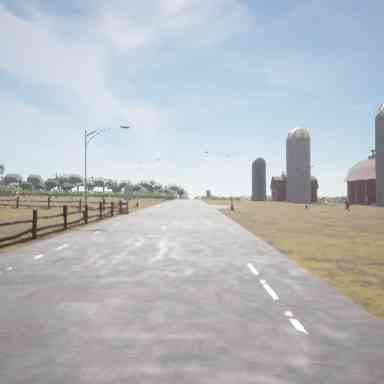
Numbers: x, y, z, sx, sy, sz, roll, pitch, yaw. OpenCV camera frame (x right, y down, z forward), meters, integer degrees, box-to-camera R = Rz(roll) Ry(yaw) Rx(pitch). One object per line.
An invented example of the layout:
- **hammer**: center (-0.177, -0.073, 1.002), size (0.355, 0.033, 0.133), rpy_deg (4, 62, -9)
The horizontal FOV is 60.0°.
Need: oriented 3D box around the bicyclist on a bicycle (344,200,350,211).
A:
- **bicyclist on a bicycle**: center (24.291, 2.133, 52.139), size (0.582, 1.620, 1.656), rpy_deg (1, -1, 0)
